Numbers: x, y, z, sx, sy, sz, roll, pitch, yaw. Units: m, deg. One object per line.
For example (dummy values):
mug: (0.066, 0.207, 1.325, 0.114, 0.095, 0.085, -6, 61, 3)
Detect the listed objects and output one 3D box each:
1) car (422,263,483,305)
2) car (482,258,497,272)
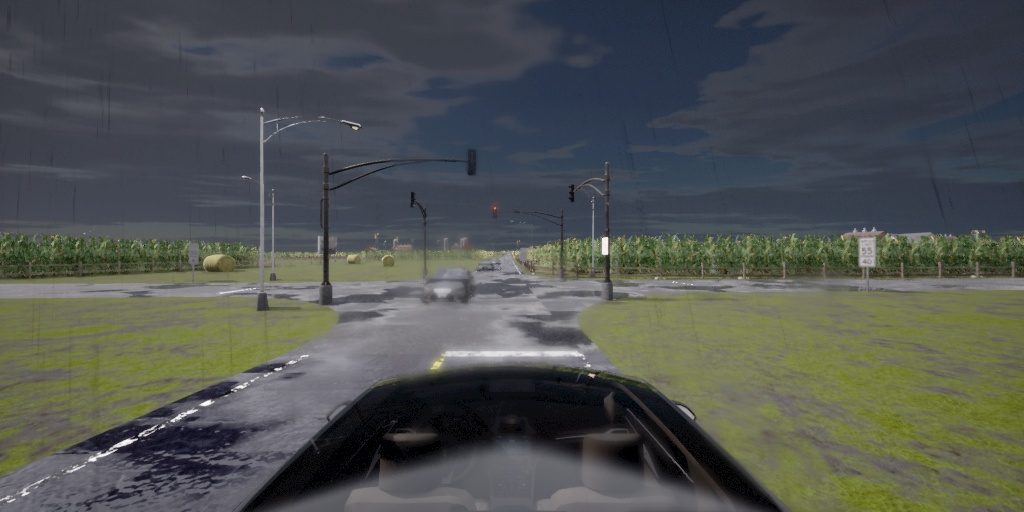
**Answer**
car: (-2.670, 1.246, 16.063, 2.128, 1.511, 4.902, 0, 0, -1)
car: (-3.243, 1.322, 44.810, 1.994, 1.385, 4.181, 0, 1, -1)
